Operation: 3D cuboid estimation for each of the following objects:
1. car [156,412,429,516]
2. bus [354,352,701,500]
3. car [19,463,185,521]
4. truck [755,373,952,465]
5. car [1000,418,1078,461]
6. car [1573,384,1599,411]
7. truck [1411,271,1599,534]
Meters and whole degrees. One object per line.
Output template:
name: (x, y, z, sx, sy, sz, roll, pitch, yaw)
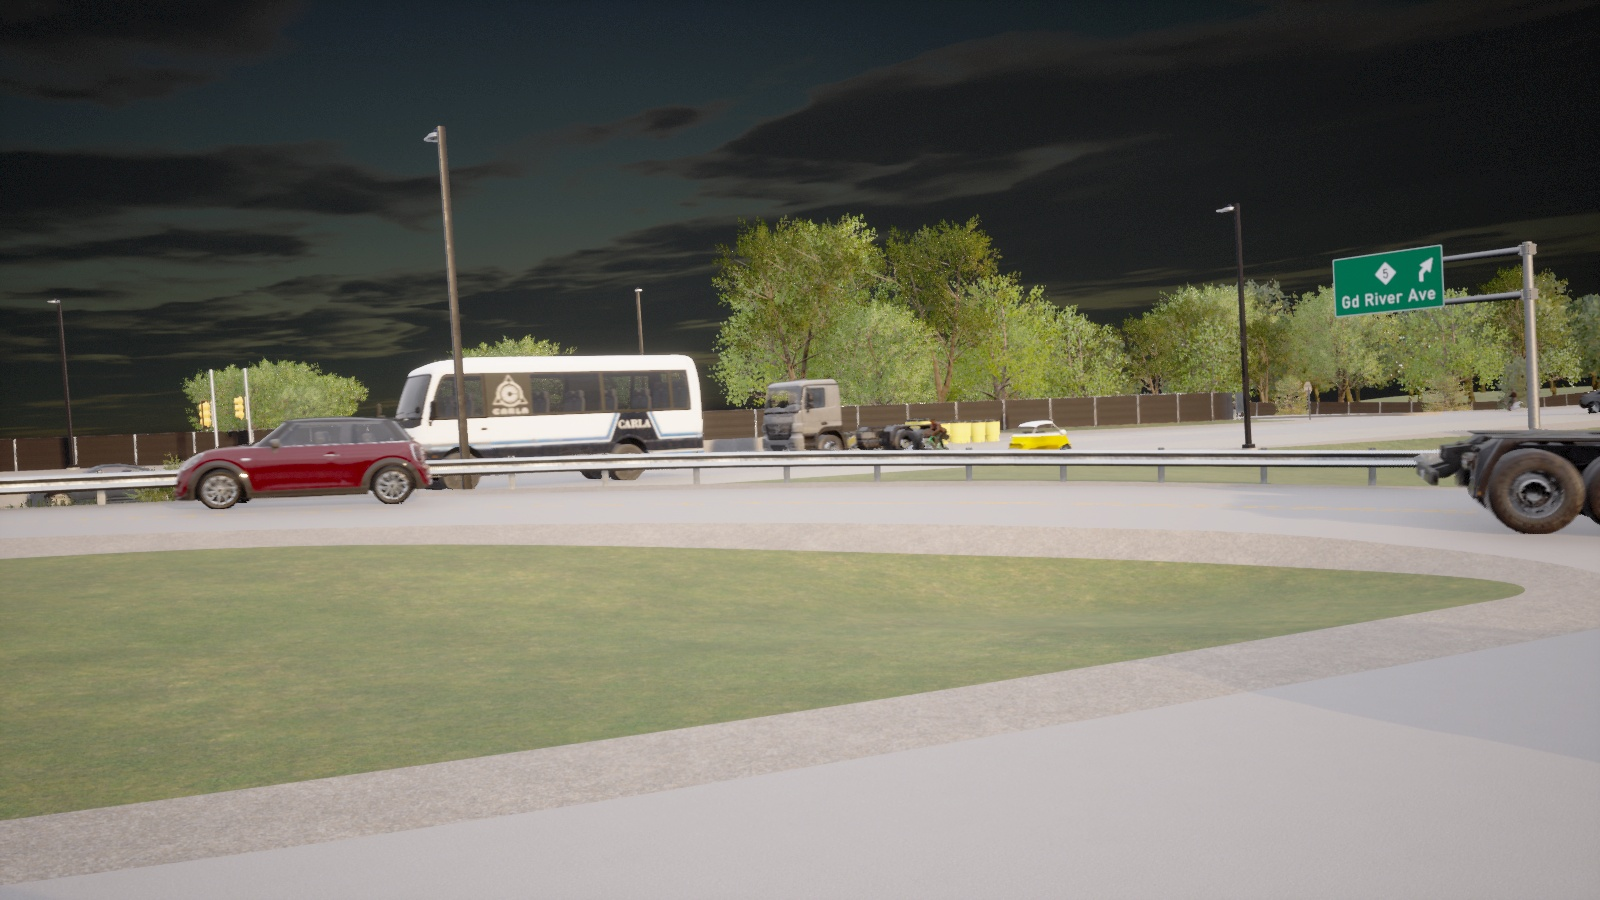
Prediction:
car: (-9.575, 0.208, 24.122, 4.553, 1.767, 2.097, -2, 2, -14)
bus: (-8.842, -0.907, 41.492, 10.273, 4.253, 3.944, -4, 2, -33)
car: (-21.016, 1.213, 37.828, 4.181, 1.385, 1.994, -4, 2, -33)
truck: (2.329, -1.356, 52.824, 7.936, 3.462, 2.891, -4, 2, -33)
car: (8.424, -0.379, 44.255, 2.207, 1.376, 1.481, -4, 2, -33)
car: (47.388, -3.103, 71.862, 2.128, 1.511, 4.902, -4, 2, -33)
truck: (12.863, -0.679, 17.160, 7.936, 3.462, 2.891, 0, 3, 23)
